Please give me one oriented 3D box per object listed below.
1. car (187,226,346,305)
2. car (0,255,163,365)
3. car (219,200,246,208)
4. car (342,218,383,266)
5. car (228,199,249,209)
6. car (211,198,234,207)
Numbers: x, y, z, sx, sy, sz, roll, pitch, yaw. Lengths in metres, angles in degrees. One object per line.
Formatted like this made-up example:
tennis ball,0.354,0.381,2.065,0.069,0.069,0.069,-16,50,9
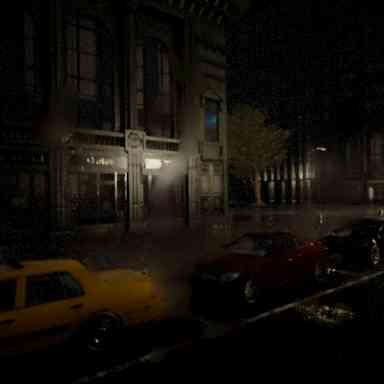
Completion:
car,1.808,1.658,8.229,4.206,1.307,1.802,0,-1,-39
car,-2.729,1.624,4.604,4.829,1.417,1.752,0,-1,-39
car,7.578,2.234,62.367,2.128,1.511,4.902,-1,-1,-38
car,6.210,1.620,11.748,4.313,1.339,1.947,0,-1,-39
car,7.473,2.287,57.154,1.895,1.301,4.718,-1,-1,-38
car,6.288,2.195,69.191,2.097,1.767,4.553,-1,-1,-38
